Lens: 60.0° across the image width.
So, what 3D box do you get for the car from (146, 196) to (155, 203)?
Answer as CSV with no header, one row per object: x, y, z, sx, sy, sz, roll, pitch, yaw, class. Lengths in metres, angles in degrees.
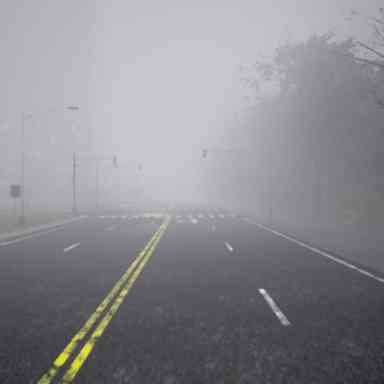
-9.509,1.674,75.392,1.812,1.442,4.674,0,0,-4,car
